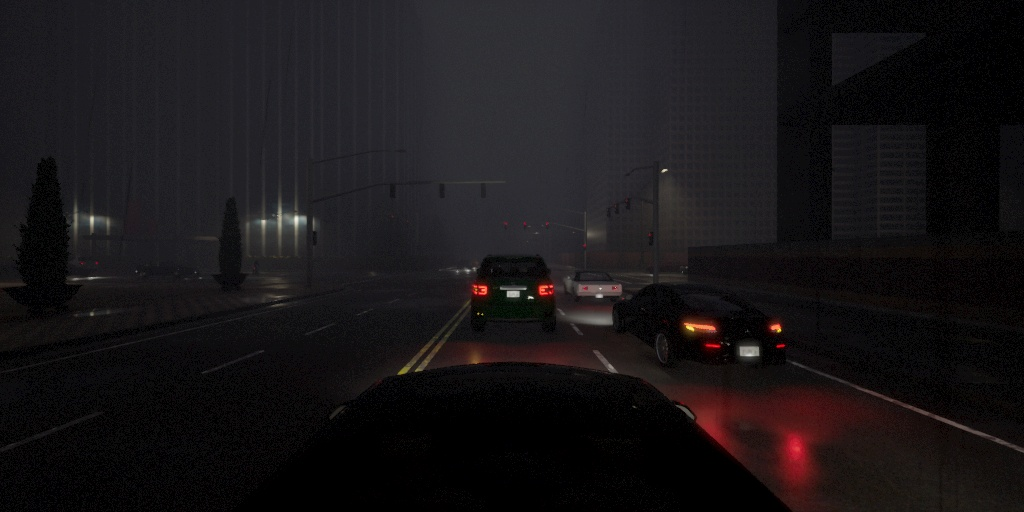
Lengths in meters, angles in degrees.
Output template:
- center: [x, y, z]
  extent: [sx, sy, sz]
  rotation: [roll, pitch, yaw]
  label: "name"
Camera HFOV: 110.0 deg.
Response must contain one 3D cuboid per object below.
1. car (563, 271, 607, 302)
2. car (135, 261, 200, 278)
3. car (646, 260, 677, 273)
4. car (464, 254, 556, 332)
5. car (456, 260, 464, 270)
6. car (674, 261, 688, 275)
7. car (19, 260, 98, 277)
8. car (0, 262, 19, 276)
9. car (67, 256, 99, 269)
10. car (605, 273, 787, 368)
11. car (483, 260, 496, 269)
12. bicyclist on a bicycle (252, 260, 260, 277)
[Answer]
- center: [3.593, 1.351, 16.887]
  extent: [1.895, 1.301, 4.718]
  rotation: [0, 0, 0]
  label: "car"
- center: [-31.588, 1.241, 32.987]
  extent: [4.902, 1.511, 2.128]
  rotation: [0, 0, 0]
  label: "car"
- center: [17.806, 1.228, 40.636]
  extent: [5.008, 1.535, 1.882]
  rotation: [0, 0, 0]
  label: "car"
- center: [0.057, 0.971, 10.968]
  extent: [2.150, 2.045, 5.566]
  rotation: [0, 0, 1]
  label: "car"
- center: [-7.062, 1.276, 53.684]
  extent: [1.812, 1.442, 4.674]
  rotation: [0, 0, 0]
  label: "car"
- center: [19.875, 1.351, 37.123]
  extent: [4.718, 1.301, 1.895]
  rotation: [0, 0, 1]
  label: "car"
- center: [-41.555, 1.314, 32.939]
  extent: [4.181, 1.385, 1.994]
  rotation: [0, 0, 0]
  label: "car"
- center: [-50.681, 1.314, 36.518]
  extent: [4.181, 1.385, 1.994]
  rotation: [0, 0, 3]
  label: "car"
- center: [-49.787, 0.971, 40.068]
  extent: [5.566, 2.045, 2.150]
  rotation: [0, 0, 0]
  label: "car"
- center: [3.589, 1.276, 7.725]
  extent: [1.812, 1.442, 4.674]
  rotation: [0, 0, 0]
  label: "car"
- center: [-3.552, 1.351, 57.465]
  extent: [1.895, 1.301, 4.718]
  rotation: [0, 0, 0]
  label: "car"
- center: [-24.647, 1.203, 34.507]
  extent: [0.582, 1.620, 1.656]
  rotation: [0, 0, -13]
  label: "bicyclist on a bicycle"
